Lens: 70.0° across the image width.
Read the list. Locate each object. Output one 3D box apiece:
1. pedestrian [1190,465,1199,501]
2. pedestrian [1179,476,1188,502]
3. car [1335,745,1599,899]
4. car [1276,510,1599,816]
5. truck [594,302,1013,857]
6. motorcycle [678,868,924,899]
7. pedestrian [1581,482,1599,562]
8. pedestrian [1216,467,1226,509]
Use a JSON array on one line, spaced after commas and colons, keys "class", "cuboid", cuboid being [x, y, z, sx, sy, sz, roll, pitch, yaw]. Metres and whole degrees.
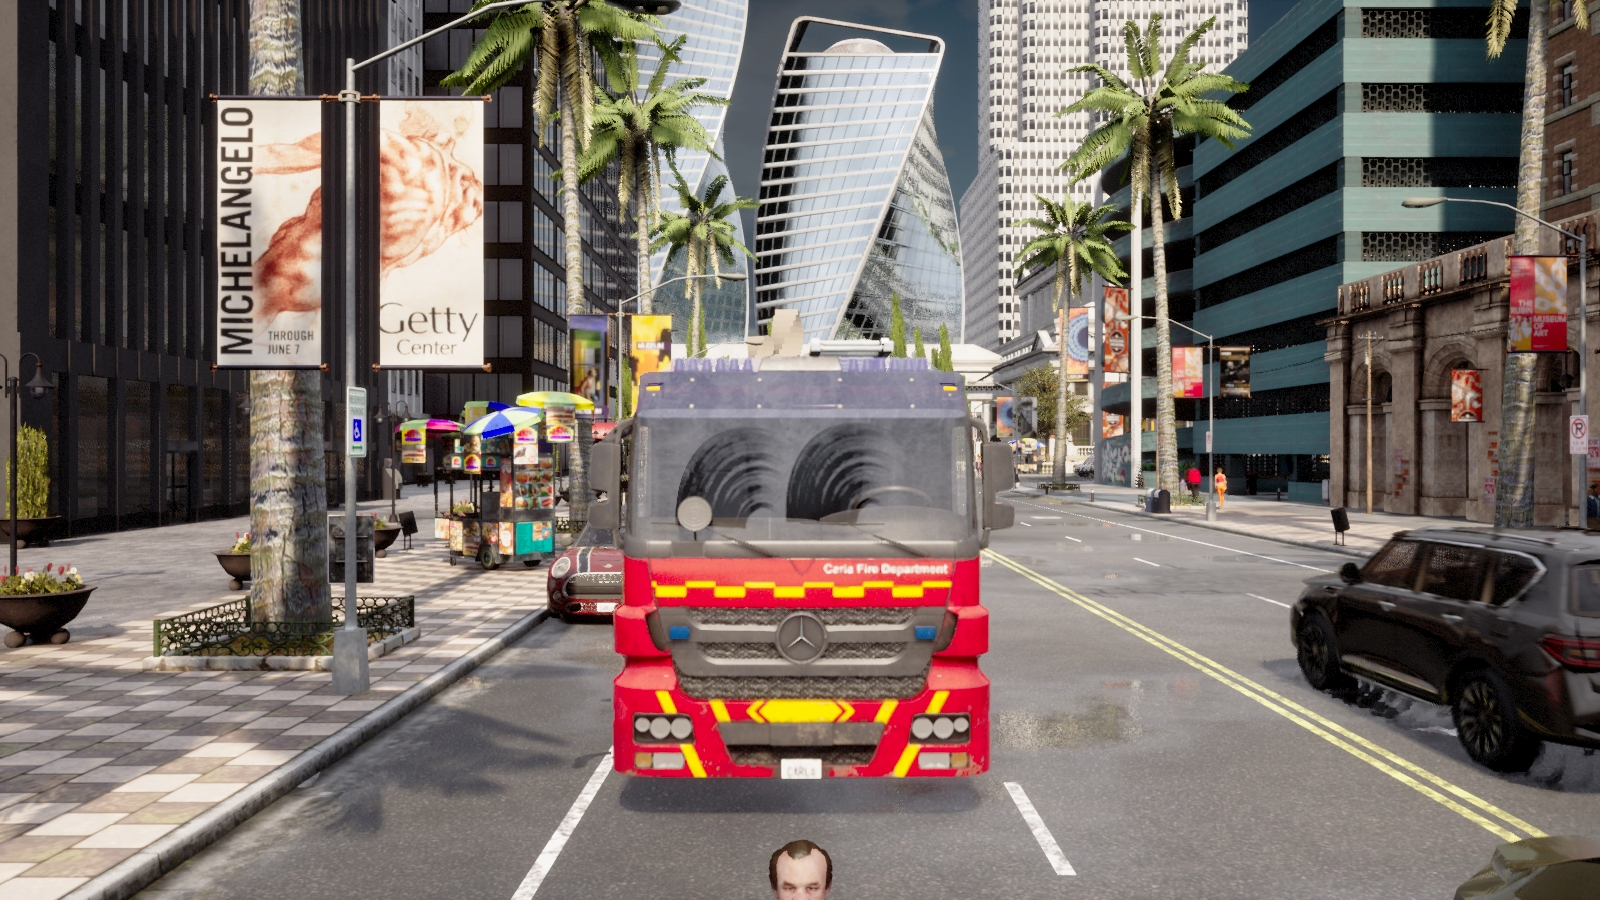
[{"class": "pedestrian", "cuboid": [20.314, 1.698, 58.799, 0.375, 1.860, 0.375, 0, 0, 10]}, {"class": "pedestrian", "cuboid": [19.441, 1.976, 57.946, 0.375, 1.300, 0.375, 0, 0, 11]}, {"class": "car", "cuboid": [3.504, 2.061, 2.661, 2.231, 1.480, 4.892, 0, 0, 0]}, {"class": "car", "cuboid": [7.022, 1.779, 11.523, 2.150, 2.045, 5.566, 0, 0, 0]}, {"class": "truck", "cuboid": [0.020, 0.890, 12.118, 2.891, 3.827, 8.468, 0, 0, 0]}, {"class": "motorcycle", "cuboid": [0.003, 2.182, 3.373, 0.856, 1.236, 1.805, 0, 0, 0]}, {"class": "pedestrian", "cuboid": [18.820, 1.696, 27.063, 0.375, 1.860, 0.375, 0, 0, 2]}, {"class": "pedestrian", "cuboid": [18.778, 1.696, 50.988, 0.375, 1.860, 0.375, 0, 0, 11]}]
